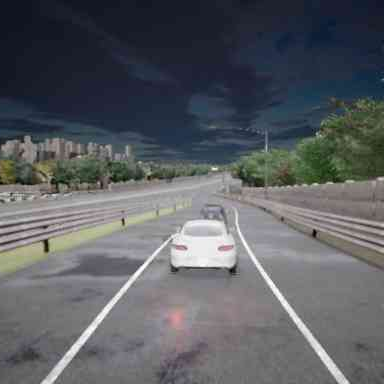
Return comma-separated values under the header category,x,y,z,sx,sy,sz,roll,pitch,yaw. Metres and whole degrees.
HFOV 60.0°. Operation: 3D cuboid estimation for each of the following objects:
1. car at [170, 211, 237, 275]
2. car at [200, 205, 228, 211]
category,x,y,z,sx,sy,sz,roll,pitch,yaw
car,0.396,1.548,10.508,1.812,1.442,4.674,0,0,3
car,1.497,1.600,23.716,2.033,1.411,5.357,1,0,7
